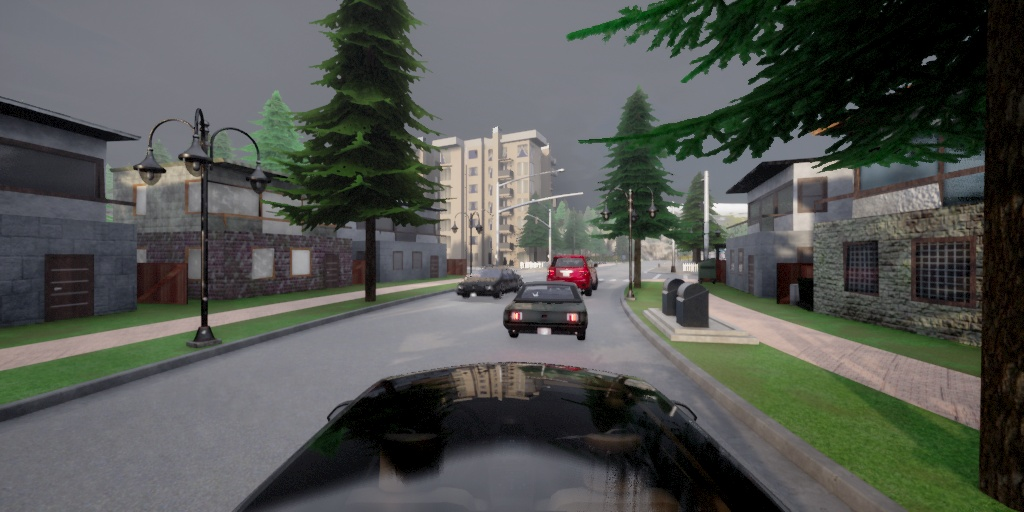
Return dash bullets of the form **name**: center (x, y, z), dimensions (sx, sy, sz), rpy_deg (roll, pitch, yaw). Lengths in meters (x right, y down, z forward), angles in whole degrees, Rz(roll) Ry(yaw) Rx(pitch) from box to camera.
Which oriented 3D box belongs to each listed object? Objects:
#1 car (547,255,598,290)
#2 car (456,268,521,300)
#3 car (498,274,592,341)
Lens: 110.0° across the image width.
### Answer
- **car**: center (3.376, 0.971, 19.486), dimensions (2.150, 2.045, 5.566), rpy_deg (0, 0, 18)
- **car**: center (-0.899, 1.297, 18.064), dimensions (2.033, 1.411, 5.357), rpy_deg (0, 0, 17)
- **car**: center (1.074, 1.351, 9.992), dimensions (1.895, 1.301, 4.718), rpy_deg (0, 0, 9)
